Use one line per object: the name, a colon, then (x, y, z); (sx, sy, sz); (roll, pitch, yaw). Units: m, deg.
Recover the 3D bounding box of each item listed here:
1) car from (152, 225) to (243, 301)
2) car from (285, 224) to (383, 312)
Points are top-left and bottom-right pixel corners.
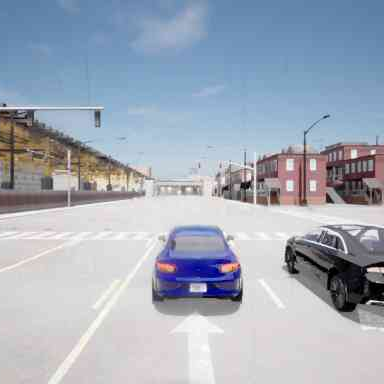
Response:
car: (0.107, 1.526, 8.180); (1.812, 1.442, 4.674); (0, 0, 0)
car: (3.610, 1.492, 7.687); (2.128, 1.511, 4.902); (0, 0, -1)
